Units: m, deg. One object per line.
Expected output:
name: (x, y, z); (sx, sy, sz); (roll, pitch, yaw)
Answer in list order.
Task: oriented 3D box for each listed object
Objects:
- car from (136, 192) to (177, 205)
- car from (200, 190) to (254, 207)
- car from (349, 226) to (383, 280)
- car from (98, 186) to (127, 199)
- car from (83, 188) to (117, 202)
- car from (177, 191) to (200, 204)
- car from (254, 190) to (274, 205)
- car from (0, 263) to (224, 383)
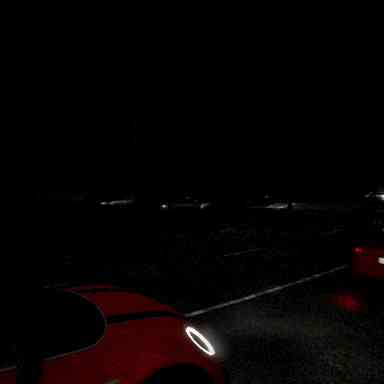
car: (-4.863, 0.786, 42.326); (5.008, 1.535, 1.882); (1, 3, 33)
car: (3.847, 0.843, 36.677); (4.902, 1.511, 2.128); (0, 3, 33)
car: (5.858, 1.475, 8.714); (4.181, 1.385, 1.994); (-1, 1, -41)
car: (-12.649, 0.110, 51.531); (5.566, 2.045, 2.150); (2, 4, 33)
car: (-13.670, 0.589, 48.043); (4.892, 1.490, 1.837); (2, 4, 33)
car: (-0.264, 0.679, 43.513); (4.892, 1.490, 1.837); (1, 3, 33)
car: (7.138, 0.527, 38.729); (4.553, 1.767, 2.097); (-1, 2, 32)
car: (-1.909, 1.351, 2.573); (4.553, 1.767, 2.097); (0, 0, -35)
